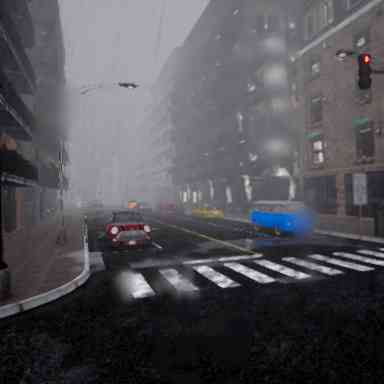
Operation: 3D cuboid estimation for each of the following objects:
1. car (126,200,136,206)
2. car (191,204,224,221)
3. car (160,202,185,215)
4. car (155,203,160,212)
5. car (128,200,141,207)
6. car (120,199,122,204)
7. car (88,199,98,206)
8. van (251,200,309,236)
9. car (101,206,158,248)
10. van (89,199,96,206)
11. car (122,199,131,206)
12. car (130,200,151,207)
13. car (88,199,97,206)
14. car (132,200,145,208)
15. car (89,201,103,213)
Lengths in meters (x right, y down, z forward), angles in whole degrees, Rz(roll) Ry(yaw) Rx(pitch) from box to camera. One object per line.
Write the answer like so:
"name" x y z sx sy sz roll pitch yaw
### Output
"car" -14.315 2.577 77.983 1.887 1.381 4.507 -1 -1 -18
"car" 1.280 1.739 29.655 1.752 1.417 4.829 -1 0 -18
"car" -2.144 1.933 40.267 1.887 1.381 4.507 -1 -1 -18
"car" -3.883 2.024 45.654 1.887 1.381 4.507 -1 -1 -18
"car" -12.576 2.491 72.595 2.008 1.369 4.403 -1 -1 -18
"car" -16.056 2.567 83.370 1.967 1.590 4.097 -1 -1 -18
"car" -20.561 2.449 70.041 2.192 1.841 5.009 -1 -1 -18
"van" 4.806 1.383 18.720 1.690 1.788 3.998 -1 0 -18
"car" -3.170 1.676 16.161 1.967 1.590 4.097 -1 0 -18
"van" -25.776 2.756 86.204 1.690 1.788 3.998 -1 -1 -18
"car" -9.888 2.076 55.493 2.097 1.767 4.553 -1 -1 -18
"car" -6.914 2.115 46.457 2.033 1.411 5.357 -1 -1 -18
"car" -27.516 2.831 91.590 2.192 1.841 5.009 -1 -1 -18
"car" -10.837 2.399 67.207 2.008 1.369 4.403 -1 -1 -18
"car" -13.599 2.347 48.485 1.802 1.307 4.206 -1 -1 -18
